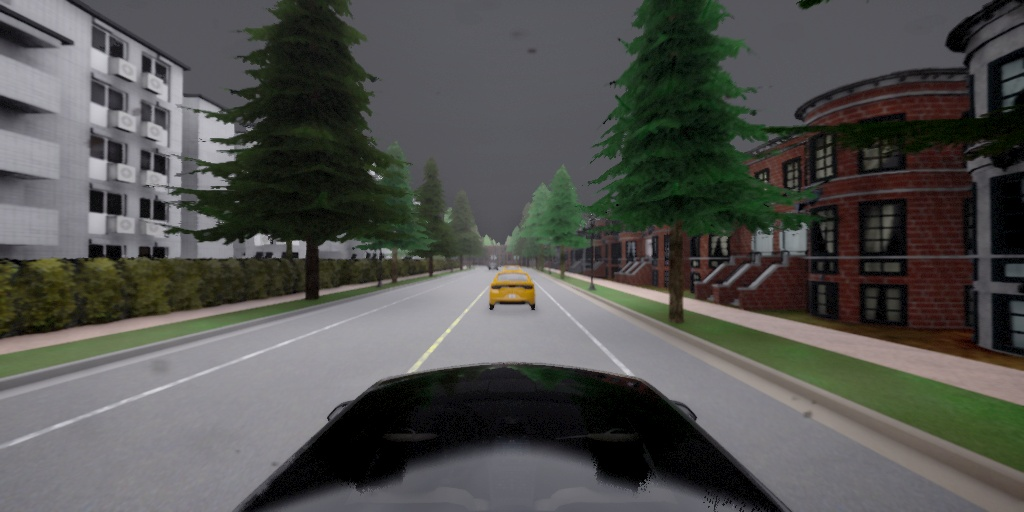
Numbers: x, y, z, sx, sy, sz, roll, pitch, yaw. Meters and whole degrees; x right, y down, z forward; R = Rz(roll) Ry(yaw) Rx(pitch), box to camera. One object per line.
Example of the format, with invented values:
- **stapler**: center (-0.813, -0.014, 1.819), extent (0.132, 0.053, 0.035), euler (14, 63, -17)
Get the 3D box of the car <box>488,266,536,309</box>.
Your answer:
- **car**: center (0.026, 1.388, 16.068), extent (1.882, 1.535, 5.008), euler (0, 0, 0)
